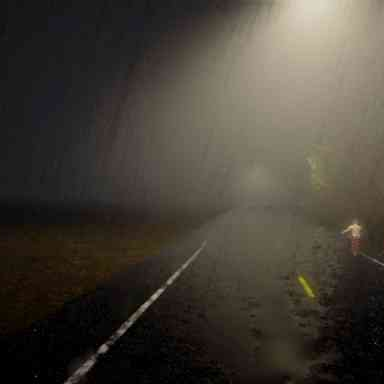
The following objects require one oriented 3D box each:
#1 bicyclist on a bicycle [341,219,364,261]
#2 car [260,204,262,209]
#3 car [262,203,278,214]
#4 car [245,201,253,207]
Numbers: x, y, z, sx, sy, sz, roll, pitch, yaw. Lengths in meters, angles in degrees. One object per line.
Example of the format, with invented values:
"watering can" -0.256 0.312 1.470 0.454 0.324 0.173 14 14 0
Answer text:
"bicyclist on a bicycle" 6.601 1.906 13.578 0.866 1.612 1.509 3 -1 10
"car" 15.946 3.076 72.064 1.994 1.385 4.181 3 -1 10
"car" 13.040 2.683 54.951 1.882 1.535 5.008 3 -1 10
"car" 14.801 3.079 85.704 1.882 1.535 5.008 3 -1 10
